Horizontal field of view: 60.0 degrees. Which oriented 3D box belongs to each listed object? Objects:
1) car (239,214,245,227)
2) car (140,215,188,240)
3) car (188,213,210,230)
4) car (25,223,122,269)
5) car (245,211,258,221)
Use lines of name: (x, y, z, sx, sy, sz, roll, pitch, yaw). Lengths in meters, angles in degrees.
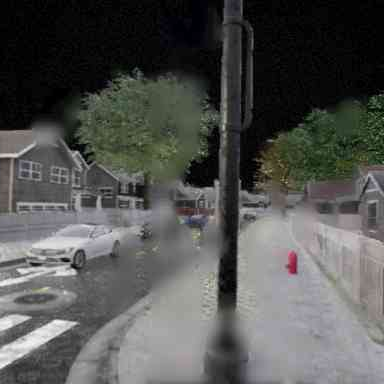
car: (3.901, 2.813, 34.354, 2.097, 1.767, 4.553, 1, -2, 14)
car: (-1.956, 2.383, 22.766, 1.837, 1.490, 4.892, 1, -2, 14)
car: (0.482, 2.797, 32.702, 1.882, 1.535, 5.008, 1, -2, 14)
car: (-4.340, 1.972, 13.073, 1.812, 1.442, 4.674, 1, -2, 13)
car: (9.659, 3.900, 54.788, 1.812, 1.442, 4.674, 1, -2, 18)
